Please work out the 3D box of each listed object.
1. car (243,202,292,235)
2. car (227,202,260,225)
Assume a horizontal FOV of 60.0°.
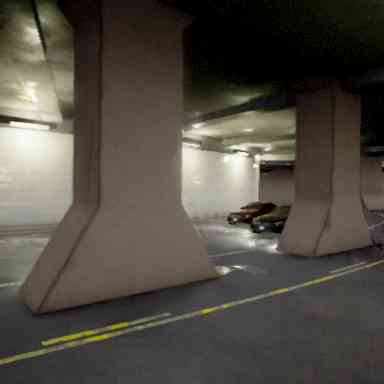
[{"bbox_3d":[4.970,1.411,17.002,4.674,1.442,1.812,0,1,-42],"label":"car"},{"bbox_3d":[4.234,1.363,21.048,4.674,1.442,1.812,0,1,-43],"label":"car"}]
